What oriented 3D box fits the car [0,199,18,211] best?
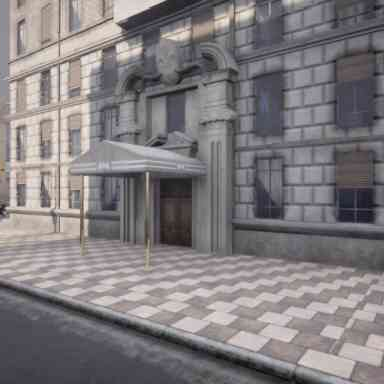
[{"bbox_3d":[-24.014,1.601,40.453,1.895,1.301,4.718,0,0,35],"label":"car"}]

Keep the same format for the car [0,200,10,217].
[{"bbox_3d":[-17.924,1.491,28.785,2.128,1.511,4.902,0,0,35],"label":"car"}]

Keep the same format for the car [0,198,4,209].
[{"bbox_3d":[-26.887,1.526,42.450,1.812,1.442,4.674,0,0,35],"label":"car"}]
